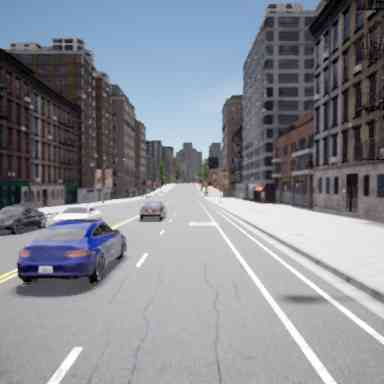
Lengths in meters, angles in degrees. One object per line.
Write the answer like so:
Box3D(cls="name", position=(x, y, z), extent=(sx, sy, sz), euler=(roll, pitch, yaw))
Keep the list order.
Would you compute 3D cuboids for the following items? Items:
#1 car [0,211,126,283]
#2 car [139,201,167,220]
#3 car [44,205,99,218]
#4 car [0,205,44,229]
Box3D(cls="car", position=(-3.152, 1.505, 9.469), extent=(1.812, 1.442, 4.674), euler=(0, 0, 0))
Box3D(cls="car", position=(-3.157, 1.492, 27.651), extent=(2.033, 1.411, 5.357), euler=(0, 0, 0))
Box3D(cls="car", position=(-6.588, 1.485, 19.478), extent=(1.812, 1.442, 4.674), euler=(0, 0, 0))
Box3D(cls="car", position=(-9.840, 1.487, 18.641), extent=(1.812, 1.442, 4.674), euler=(0, 0, 0))
